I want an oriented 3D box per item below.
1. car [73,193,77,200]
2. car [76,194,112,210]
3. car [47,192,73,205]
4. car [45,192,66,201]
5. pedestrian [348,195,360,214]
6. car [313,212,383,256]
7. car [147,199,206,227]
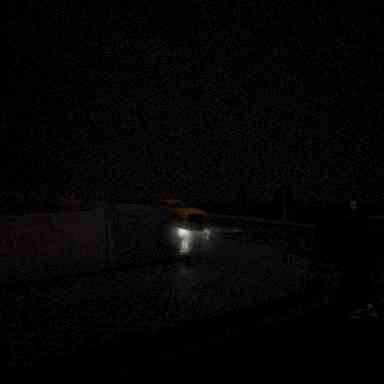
[{"bbox_3d":[-17.700,0.890,49.038,1.812,1.442,4.674,1,0,-36],"label":"car"},{"bbox_3d":[-9.375,1.065,32.466,1.882,1.535,5.008,1,0,-36],"label":"car"},{"bbox_3d":[-18.149,0.880,44.759,2.128,1.511,4.902,1,0,-35],"label":"car"},{"bbox_3d":[-23.431,0.779,56.992,2.033,1.411,5.357,1,0,-36],"label":"car"},{"bbox_3d":[8.572,1.065,17.571,0.375,1.860,0.375,1,-1,-36],"label":"pedestrian"},{"bbox_3d":[6.324,1.432,10.659,2.128,1.511,4.902,0,1,-36],"label":"car"},{"bbox_3d":[-1.147,1.249,21.030,1.882,1.535,5.008,1,0,-36],"label":"car"}]
